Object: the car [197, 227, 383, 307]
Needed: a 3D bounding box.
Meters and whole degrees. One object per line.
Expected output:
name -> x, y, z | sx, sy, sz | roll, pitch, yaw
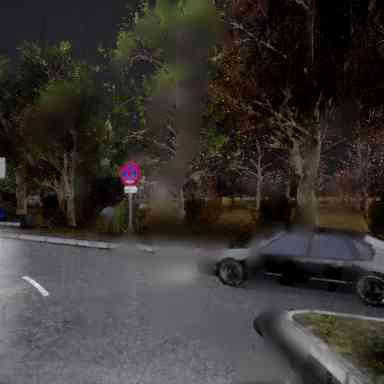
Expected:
car -> 2.803, 1.558, 7.865 | 5.357, 1.411, 2.033 | -1, 0, 30
